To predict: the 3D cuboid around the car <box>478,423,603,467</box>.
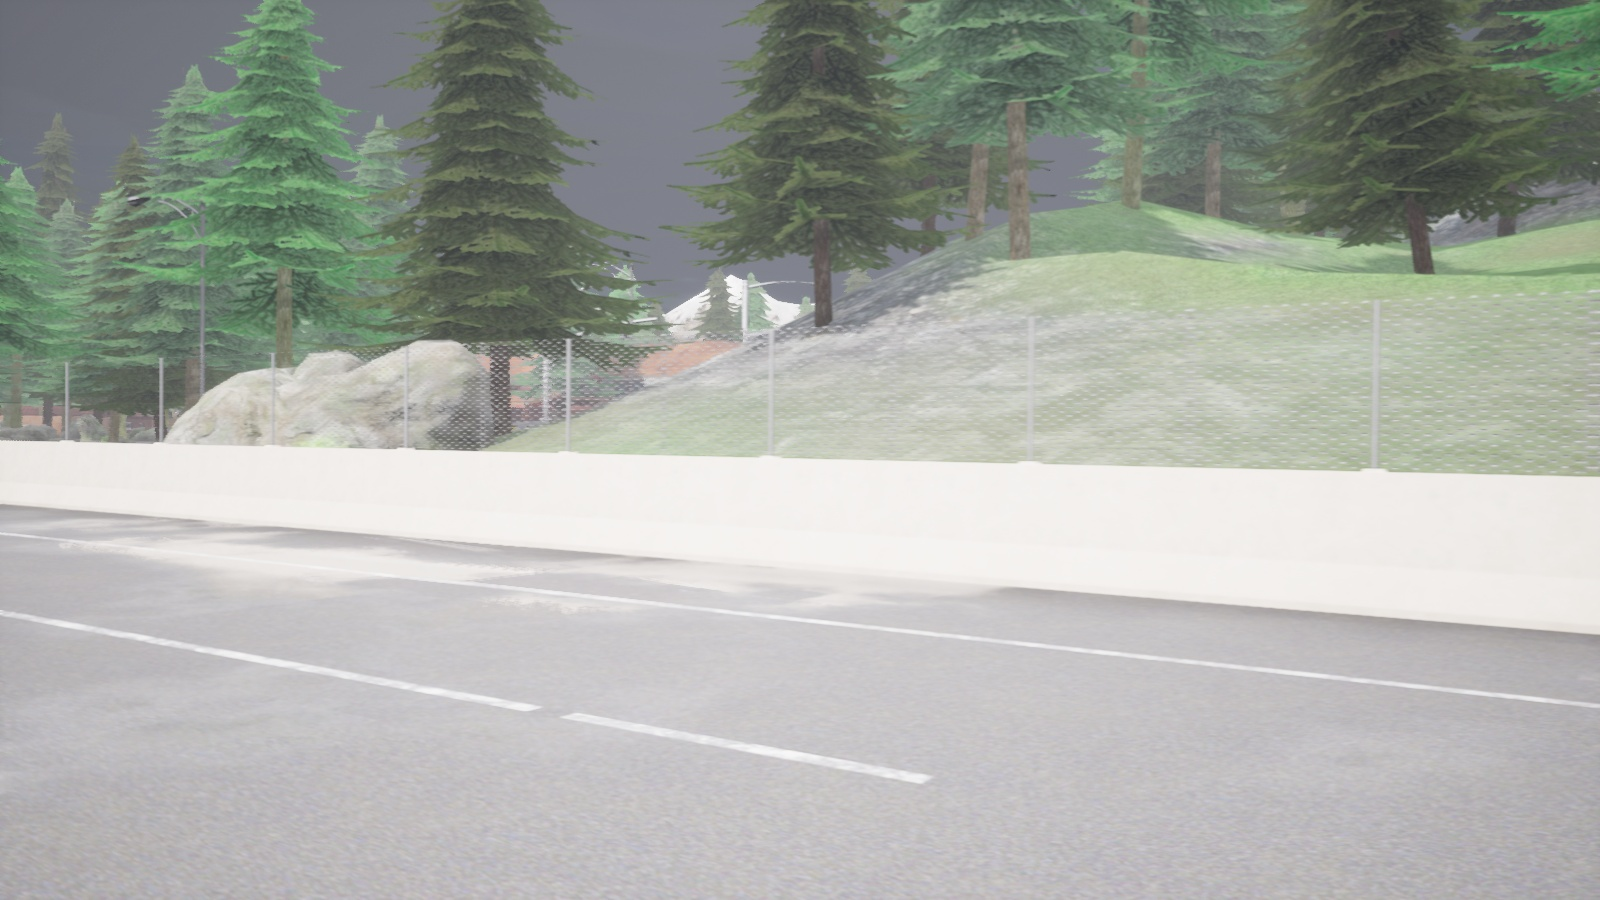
[{"bbox_3d":[-10.312,-0.212,50.184,2.242,1.667,4.611,0,1,34],"label":"car"}]
